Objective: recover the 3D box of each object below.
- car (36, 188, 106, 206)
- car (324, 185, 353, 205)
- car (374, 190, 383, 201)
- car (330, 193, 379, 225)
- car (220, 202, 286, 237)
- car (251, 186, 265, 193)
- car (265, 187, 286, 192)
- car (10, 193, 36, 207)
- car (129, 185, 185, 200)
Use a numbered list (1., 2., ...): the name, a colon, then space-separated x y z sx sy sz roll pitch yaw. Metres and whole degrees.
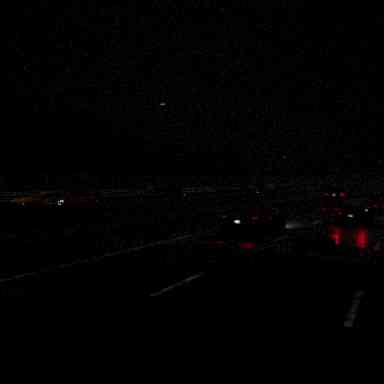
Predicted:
1. car: -8.436 0.647 24.203 2.097 1.767 4.553 1 2 32
2. car: 15.487 0.318 35.061 2.150 2.045 5.566 1 2 34
3. car: 22.778 0.486 39.691 1.812 1.442 4.674 1 3 34
4. car: 9.851 1.051 19.996 1.812 1.442 4.674 1 2 33
5. car: 2.995 1.182 15.750 1.994 1.385 4.181 1 2 32
6. car: 12.617 -0.374 62.290 1.837 1.490 4.892 2 3 34
7. car: 15.502 -0.251 60.312 1.994 1.385 4.181 2 3 34
8. car: -11.511 0.704 25.897 1.882 1.535 5.008 1 2 32
9. car: -2.681 0.471 26.724 2.150 2.045 5.566 1 2 33
